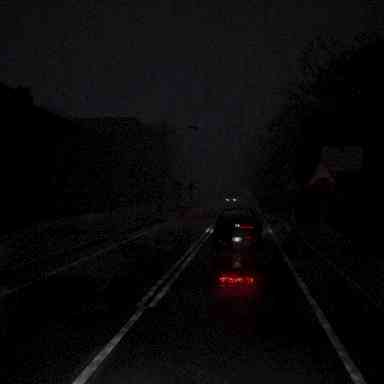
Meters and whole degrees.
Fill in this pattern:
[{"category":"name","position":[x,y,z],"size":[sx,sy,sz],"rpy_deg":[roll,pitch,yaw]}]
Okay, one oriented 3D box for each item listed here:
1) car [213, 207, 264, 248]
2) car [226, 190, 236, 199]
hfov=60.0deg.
[{"category":"car","position":[1.992,1.406,14.234],"size":[1.837,1.490,4.892],"rpy_deg":[0,1,9]},{"category":"car","position":[9.083,0.548,76.970],"size":[2.150,2.045,5.566],"rpy_deg":[0,0,10]}]
